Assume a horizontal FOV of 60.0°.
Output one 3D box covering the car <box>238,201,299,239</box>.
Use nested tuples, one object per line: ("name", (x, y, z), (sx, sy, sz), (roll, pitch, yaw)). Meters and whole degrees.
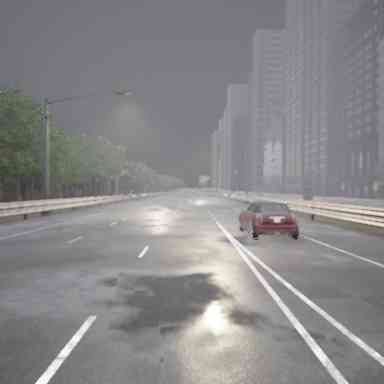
("car", (3.664, 1.246, 16.648), (2.097, 1.767, 4.553), (0, 0, -2))
